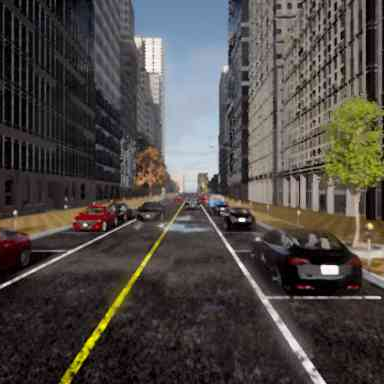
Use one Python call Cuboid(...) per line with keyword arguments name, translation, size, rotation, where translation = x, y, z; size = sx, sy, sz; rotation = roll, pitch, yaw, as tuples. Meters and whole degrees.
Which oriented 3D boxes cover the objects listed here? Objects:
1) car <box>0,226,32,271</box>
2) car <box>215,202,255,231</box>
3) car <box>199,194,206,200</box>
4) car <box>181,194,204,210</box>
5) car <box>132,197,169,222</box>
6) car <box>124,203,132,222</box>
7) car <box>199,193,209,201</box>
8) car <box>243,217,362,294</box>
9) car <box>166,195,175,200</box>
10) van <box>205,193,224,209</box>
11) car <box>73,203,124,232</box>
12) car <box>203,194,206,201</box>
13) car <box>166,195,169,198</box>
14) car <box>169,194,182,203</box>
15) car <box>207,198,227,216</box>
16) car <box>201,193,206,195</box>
Cuboid(name="car", translation=(-5.687, 1.569, 8.586), size=(1.802, 1.307, 4.206), rotation=(0, 0, 0))
Cuboid(name="car", translation=(2.694, 1.535, 19.962), size=(1.947, 1.339, 4.313), rotation=(0, 0, 0))
Cuboid(name="car", translation=(2.697, 1.326, 88.438), size=(1.752, 1.417, 4.829), rotation=(0, 0, 0))
Cuboid(name="car", translation=(0.103, 1.419, 41.616), size=(2.128, 1.511, 4.902), rotation=(0, 0, 0))
Cuboid(name="car", translation=(-3.098, 1.436, 26.053), size=(1.882, 1.535, 5.008), rotation=(0, 0, 0))
Cuboid(name="car", translation=(-5.687, 1.525, 25.663), size=(1.947, 1.339, 4.313), rotation=(0, 0, 0))
Cuboid(name="car", translation=(2.698, 1.151, 76.884), size=(2.192, 1.841, 5.009), rotation=(0, 0, 0))
Cuboid(name="car", translation=(2.693, 1.553, 8.578), size=(1.947, 1.339, 4.313), rotation=(0, 0, 0))
Cuboid(name="car", translation=(-5.684, 1.367, 88.282), size=(1.947, 1.339, 4.313), rotation=(0, 0, 0))
Cuboid(name="van", translation=(2.695, 1.278, 37.040), size=(1.690, 1.788, 3.998), rotation=(0, 0, 0))
Cuboid(name="car", translation=(-5.687, 1.514, 19.971), size=(1.887, 1.381, 4.507), rotation=(0, 0, 0))
Cuboid(name="car", translation=(2.695, 1.365, 42.731), size=(1.967, 1.590, 4.097), rotation=(0, 0, 0))
Cuboid(name="car", translation=(-5.685, 1.432, 59.820), size=(2.008, 1.369, 4.403), rotation=(0, 0, 0))
Cuboid(name="car", translation=(-3.000, 1.454, 67.471), size=(1.895, 1.301, 4.718), rotation=(0, 0, 0))
Cuboid(name="car", translation=(2.695, 1.515, 31.346), size=(1.947, 1.339, 4.313), rotation=(0, 0, 0))
Cuboid(name="car", translation=(2.697, 1.182, 65.499), size=(2.192, 1.841, 5.009), rotation=(0, 0, 0))
